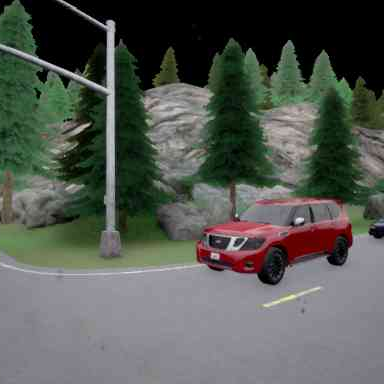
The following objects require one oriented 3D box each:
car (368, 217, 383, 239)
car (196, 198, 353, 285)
[{"bbox_3d":[10.777,1.560,16.526,5.357,1.411,2.033,0,0,-39],"label":"car"},{"bbox_3d":[2.696,1.225,9.937,5.566,2.045,2.150,0,0,-40],"label":"car"}]
